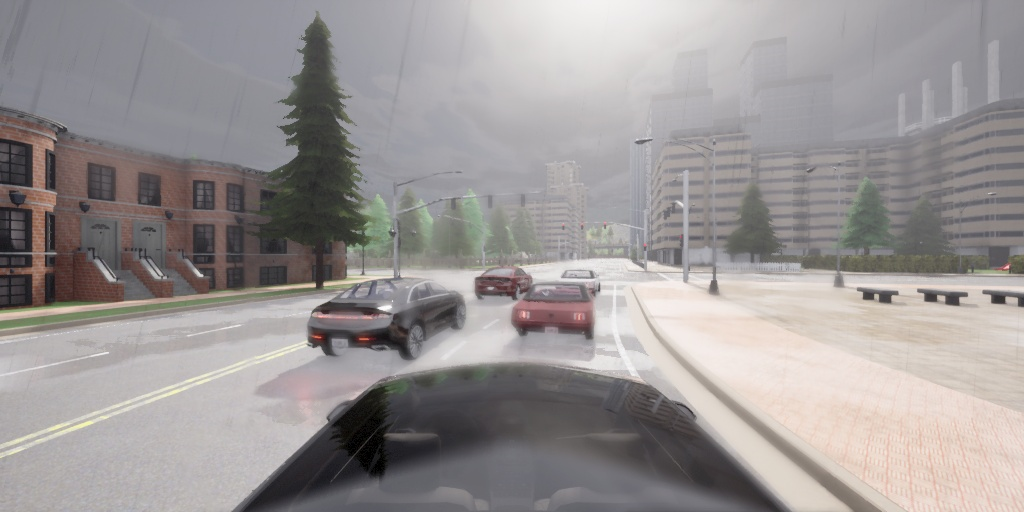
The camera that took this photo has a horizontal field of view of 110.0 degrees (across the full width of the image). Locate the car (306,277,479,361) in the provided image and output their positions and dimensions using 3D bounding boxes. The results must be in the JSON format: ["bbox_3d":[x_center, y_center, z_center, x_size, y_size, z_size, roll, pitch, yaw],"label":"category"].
[{"bbox_3d":[-2.493,1.242,8.402,2.128,1.511,4.902,0,0,9],"label":"car"}]

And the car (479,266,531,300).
[{"bbox_3d":[-0.243,1.228,17.619,1.882,1.535,5.008,0,0,15],"label":"car"}]

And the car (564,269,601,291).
[{"bbox_3d":[3.628,1.351,18.962,1.895,1.301,4.718,0,0,17],"label":"car"}]

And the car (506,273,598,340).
[{"bbox_3d":[1.378,1.351,10.073,1.895,1.301,4.718,0,0,13],"label":"car"}]
